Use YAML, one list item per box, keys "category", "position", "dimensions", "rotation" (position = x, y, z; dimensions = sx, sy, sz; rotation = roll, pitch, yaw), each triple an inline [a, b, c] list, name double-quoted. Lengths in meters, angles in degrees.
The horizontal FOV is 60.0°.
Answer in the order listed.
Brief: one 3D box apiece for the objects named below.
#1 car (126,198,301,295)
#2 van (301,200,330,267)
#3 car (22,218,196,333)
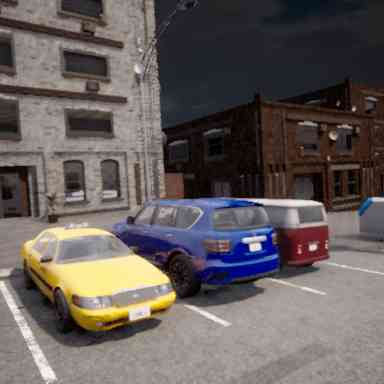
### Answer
- category: "car"
  position: [-0.286, 1.194, 8.834]
  dimensions: [2.435, 2.045, 5.566]
  rotation: [-1, 0, -35]
- category: "van"
  position: [1.935, 1.199, 10.527]
  dimensions: [1.878, 1.987, 4.442]
  rotation: [-1, 0, -35]
- category: "car"
  position: [-2.331, 1.461, 7.114]
  dimensions: [1.946, 1.575, 5.366]
  rotation: [-1, 0, -36]
